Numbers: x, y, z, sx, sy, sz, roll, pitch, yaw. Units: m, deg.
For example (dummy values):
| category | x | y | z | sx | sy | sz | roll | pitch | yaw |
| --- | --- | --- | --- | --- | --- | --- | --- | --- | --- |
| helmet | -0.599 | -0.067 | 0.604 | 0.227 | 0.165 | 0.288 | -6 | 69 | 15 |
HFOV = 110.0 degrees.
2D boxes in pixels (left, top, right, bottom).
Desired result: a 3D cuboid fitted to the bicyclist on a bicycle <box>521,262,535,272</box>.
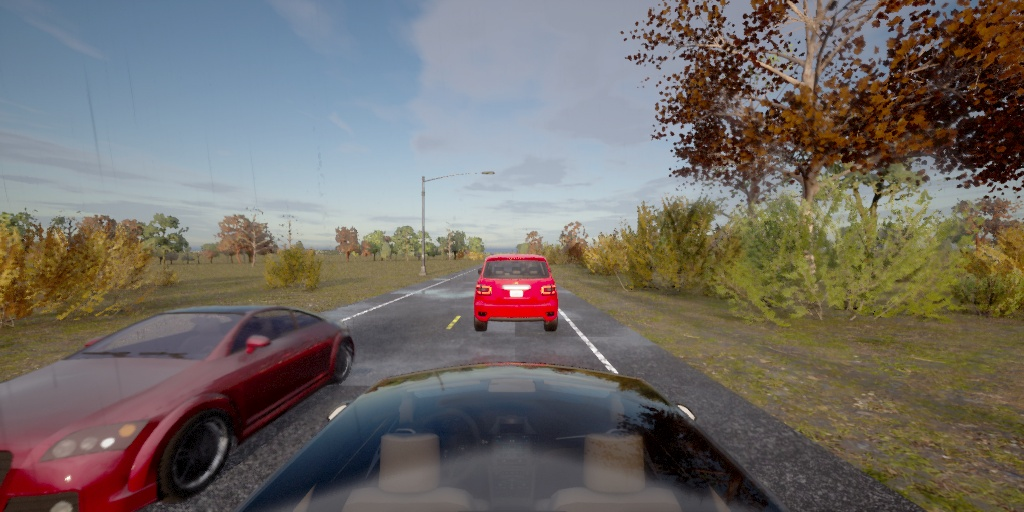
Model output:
| category | x | y | z | sx | sy | sz | roll | pitch | yaw |
| --- | --- | --- | --- | --- | --- | --- | --- | --- | --- |
| bicyclist on a bicycle | 0.946 | 1.114 | 18.745 | 0.659 | 1.776 | 1.843 | 0 | 0 | 0 |

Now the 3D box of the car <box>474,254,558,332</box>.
| category | x | y | z | sx | sy | sz | roll | pitch | yaw |
| --- | --- | --- | --- | --- | --- | --- | --- | --- | --- |
| car | 0.093 | 0.968 | 11.039 | 2.150 | 2.045 | 5.566 | 0 | 0 | 0 |

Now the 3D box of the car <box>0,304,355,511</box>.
| category | x | y | z | sx | sy | sz | roll | pitch | yaw |
| --- | --- | --- | --- | --- | --- | --- | --- | --- | --- |
| car | -3.603 | 1.313 | 4.274 | 1.994 | 1.385 | 4.181 | 0 | 0 | 0 |
